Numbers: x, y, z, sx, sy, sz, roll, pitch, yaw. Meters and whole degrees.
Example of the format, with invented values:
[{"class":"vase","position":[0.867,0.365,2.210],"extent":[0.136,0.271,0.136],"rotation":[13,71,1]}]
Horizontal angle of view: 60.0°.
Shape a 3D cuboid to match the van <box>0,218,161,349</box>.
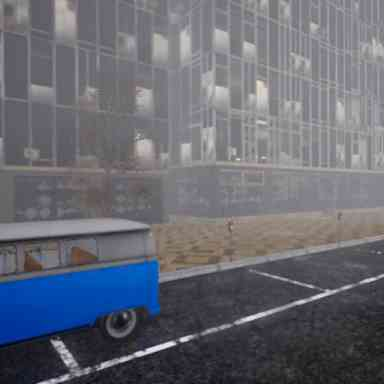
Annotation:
[{"class":"van","position":[-2.412,1.336,4.837],"extent":[3.998,1.788,1.690],"rotation":[-1,0,-36]}]
